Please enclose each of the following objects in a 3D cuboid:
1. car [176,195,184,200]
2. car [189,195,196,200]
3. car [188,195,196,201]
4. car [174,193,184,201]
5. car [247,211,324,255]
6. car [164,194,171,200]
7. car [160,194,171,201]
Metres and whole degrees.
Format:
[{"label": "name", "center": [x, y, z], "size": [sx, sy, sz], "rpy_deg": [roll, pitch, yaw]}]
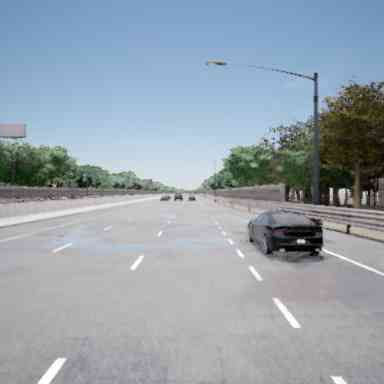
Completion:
[{"label": "car", "center": [-3.455, 1.461, 94.800], "size": [1.994, 1.385, 4.181], "rpy_deg": [0, 0, 0]}, {"label": "car", "center": [0.045, 1.461, 94.798], "size": [1.994, 1.385, 4.181], "rpy_deg": [0, 0, 0]}, {"label": "car", "center": [0.040, 1.532, 84.376], "size": [1.882, 1.535, 5.008], "rpy_deg": [0, 0, 0]}, {"label": "car", "center": [-3.460, 1.280, 84.408], "size": [2.150, 2.045, 5.566], "rpy_deg": [0, 0, 0]}, {"label": "car", "center": [3.508, 1.482, 13.344], "size": [1.882, 1.535, 5.008], "rpy_deg": [0, 0, -1]}, {"label": "car", "center": [-6.955, 1.387, 94.802], "size": [1.882, 1.535, 5.008], "rpy_deg": [0, 0, 0]}, {"label": "car", "center": [-6.960, 1.581, 84.379], "size": [2.128, 1.511, 4.902], "rpy_deg": [0, 0, 0]}]
